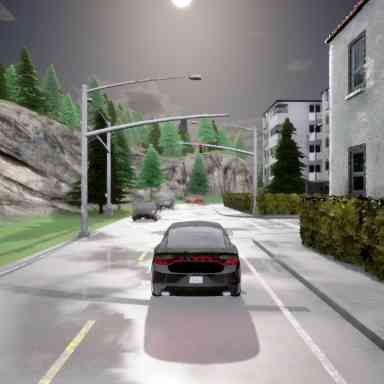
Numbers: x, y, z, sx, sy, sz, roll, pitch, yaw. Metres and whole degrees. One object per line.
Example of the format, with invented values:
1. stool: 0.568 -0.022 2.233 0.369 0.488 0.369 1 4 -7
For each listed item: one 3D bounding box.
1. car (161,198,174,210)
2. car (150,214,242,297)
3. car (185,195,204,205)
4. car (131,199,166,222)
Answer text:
1. car: -3.331 1.505 42.815 1.837 1.490 4.892 0 0 2
2. car: 0.097 1.478 8.646 1.882 1.535 5.008 0 0 0
3. car: 0.455 1.352 61.037 2.097 1.767 4.553 0 0 28
4. car: -3.538 1.548 26.781 2.033 1.411 5.357 0 0 0
